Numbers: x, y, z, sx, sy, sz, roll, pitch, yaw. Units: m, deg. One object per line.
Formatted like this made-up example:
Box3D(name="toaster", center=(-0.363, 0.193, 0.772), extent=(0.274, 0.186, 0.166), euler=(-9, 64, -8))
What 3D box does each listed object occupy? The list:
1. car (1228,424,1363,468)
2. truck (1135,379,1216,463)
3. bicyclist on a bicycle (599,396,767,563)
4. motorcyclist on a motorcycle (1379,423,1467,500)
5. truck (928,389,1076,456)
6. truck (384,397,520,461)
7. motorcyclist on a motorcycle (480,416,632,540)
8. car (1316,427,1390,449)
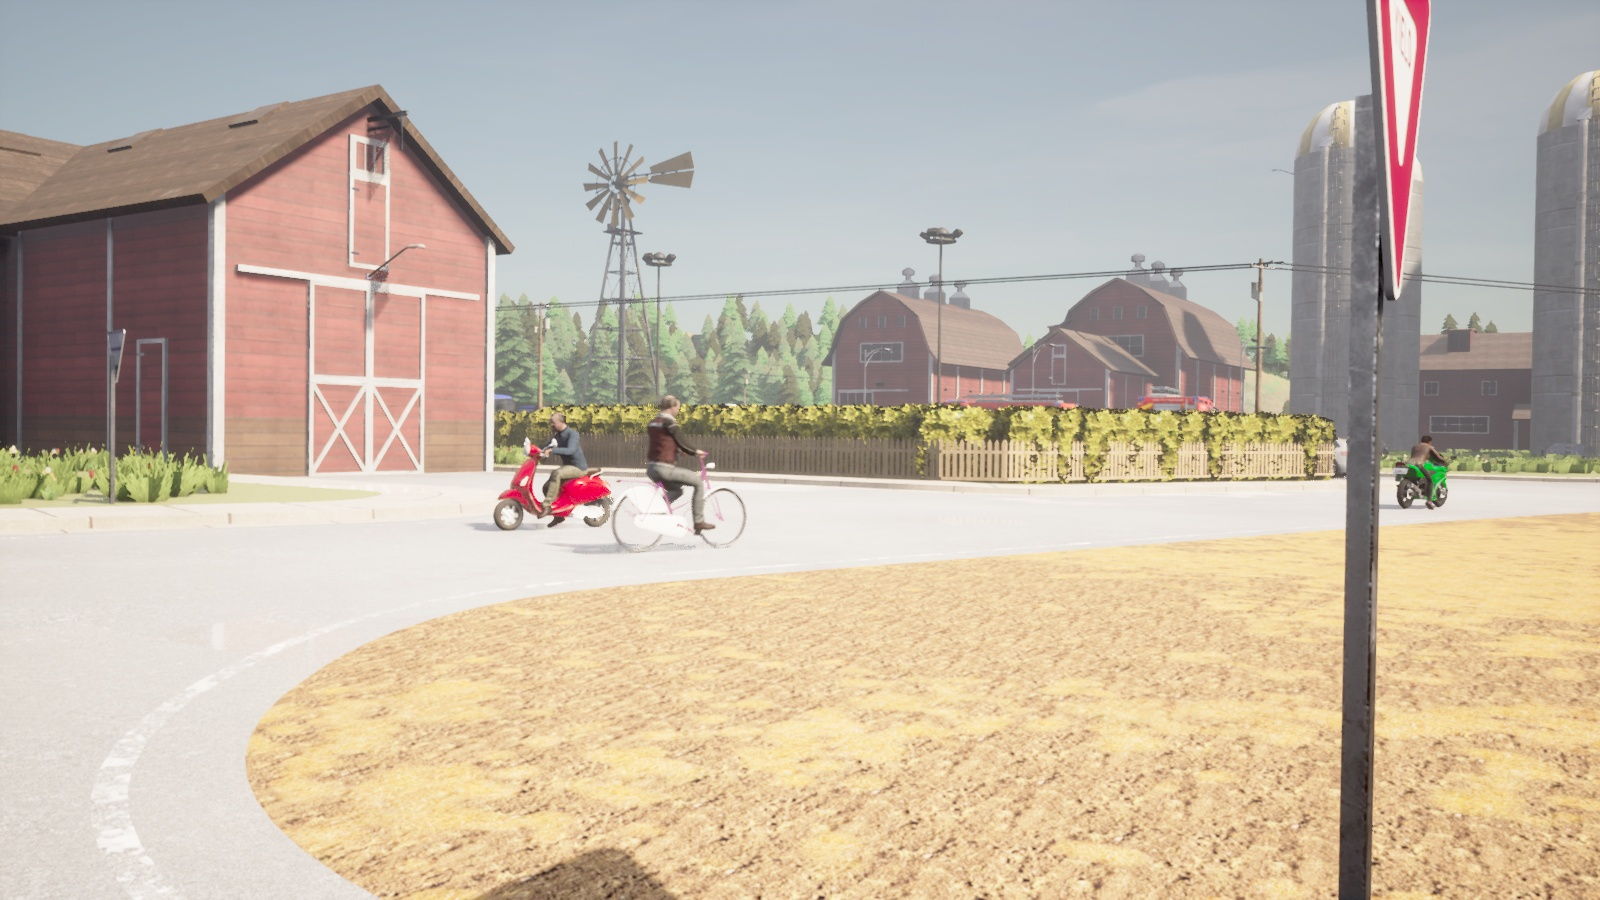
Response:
Box3D(name="car", center=(19.591, -0.196, 49.699), extent=(4.611, 1.667, 2.242), euler=(1, 1, 33))
Box3D(name="truck", center=(18.501, -1.395, 61.536), extent=(2.891, 3.827, 8.468), euler=(0, 1, 23))
Box3D(name="bicyclist on a bicycle", center=(-1.296, 0.298, 14.211), extent=(1.843, 1.776, 0.659), euler=(-1, 1, -40))
Box3D(name="motorcyclist on a motorcycle", center=(12.864, 0.215, 25.912), extent=(2.044, 1.523, 0.797), euler=(-1, 1, -37))
Box3D(name="truck", center=(12.049, -1.595, 75.425), extent=(8.468, 3.827, 2.891), euler=(0, 1, 39))
Box3D(name="truck", center=(-19.785, -1.193, 71.273), extent=(7.936, 3.462, 2.891), euler=(0, 1, 33))
Box3D(name="motorcyclist on a motorcycle", center=(-3.300, 0.344, 17.045), extent=(1.817, 1.590, 0.866), euler=(-1, 1, -39))
Box3D(name="car", center=(39.156, -0.835, 88.915), extent=(4.514, 1.525, 2.007), euler=(0, 1, 32))
